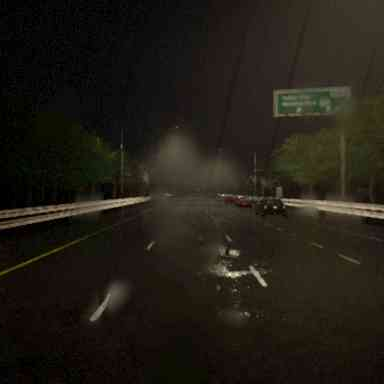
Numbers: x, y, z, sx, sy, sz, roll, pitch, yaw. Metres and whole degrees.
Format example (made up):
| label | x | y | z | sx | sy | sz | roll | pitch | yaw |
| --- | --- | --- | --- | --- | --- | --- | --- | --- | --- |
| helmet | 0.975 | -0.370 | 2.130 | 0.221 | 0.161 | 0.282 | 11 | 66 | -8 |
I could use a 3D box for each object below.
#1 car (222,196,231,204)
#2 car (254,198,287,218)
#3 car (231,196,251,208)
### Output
| label | x | y | z | sx | sy | sz | roll | pitch | yaw |
| --- | --- | --- | --- | --- | --- | --- | --- | --- | --- |
| car | 7.090 | 1.503 | 64.389 | 1.812 | 1.442 | 4.674 | 0 | 0 | 0 |
| car | 7.037 | 1.342 | 30.185 | 2.097 | 1.767 | 4.553 | 0 | 0 | 0 |
| car | 7.063 | 1.549 | 46.821 | 1.994 | 1.385 | 4.181 | 0 | 0 | 0 |
